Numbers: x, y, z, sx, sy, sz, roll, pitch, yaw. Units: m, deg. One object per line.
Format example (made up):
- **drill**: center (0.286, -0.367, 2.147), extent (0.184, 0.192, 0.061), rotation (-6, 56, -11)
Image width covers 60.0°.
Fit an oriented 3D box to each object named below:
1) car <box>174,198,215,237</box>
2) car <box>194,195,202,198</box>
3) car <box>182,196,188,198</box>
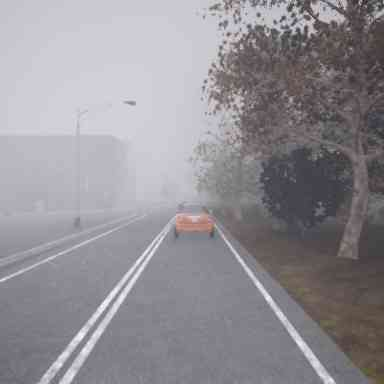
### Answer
- **car**: center (0.121, 1.439, 18.834), extent (2.097, 1.767, 4.553), rotation (0, 0, 0)
- **car**: center (1.481, 1.626, 86.220), extent (2.097, 1.767, 4.553), rotation (0, 0, 2)
- **car**: center (-1.839, 1.807, 84.084), extent (2.128, 1.511, 4.902), rotation (0, 0, 2)
